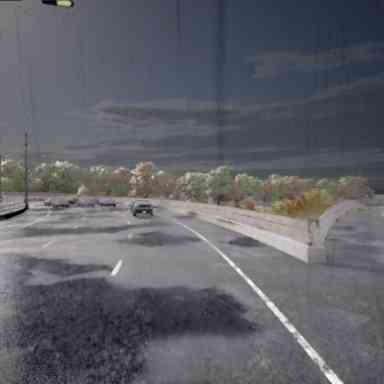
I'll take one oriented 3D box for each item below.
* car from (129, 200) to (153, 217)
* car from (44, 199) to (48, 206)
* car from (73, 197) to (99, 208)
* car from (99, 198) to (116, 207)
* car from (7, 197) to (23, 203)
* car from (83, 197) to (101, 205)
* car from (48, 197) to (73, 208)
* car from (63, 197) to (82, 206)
[{"bbox_3d":[-4.915,1.540,32.049,1.837,1.490,4.892,0,0,-16],"label":"car"},{"bbox_3d":[-24.226,1.732,57.533,1.994,1.385,4.181,0,0,-35],"label":"car"},{"bbox_3d":[-16.276,1.659,50.862,2.033,1.411,5.357,0,0,-30],"label":"car"},{"bbox_3d":[-13.536,1.657,53.139,1.994,1.385,4.181,0,0,-30],"label":"car"},{"bbox_3d":[-41.314,1.822,77.786,5.357,1.411,2.033,0,0,41],"label":"car"},{"bbox_3d":[-18.574,1.658,61.665,1.812,1.442,4.674,0,0,-35],"label":"car"},{"bbox_3d":[-19.674,1.682,49.766,2.033,1.411,5.357,0,0,-30],"label":"car"},{"bbox_3d":[-21.517,1.657,59.771,1.837,1.490,4.892,0,0,-35],"label":"car"}]
